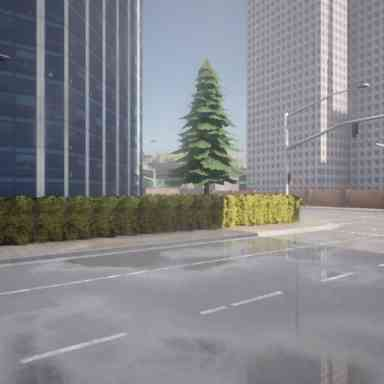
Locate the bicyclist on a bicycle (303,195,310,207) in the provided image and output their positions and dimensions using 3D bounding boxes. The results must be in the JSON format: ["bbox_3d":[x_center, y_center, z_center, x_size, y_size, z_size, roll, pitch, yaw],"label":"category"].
[{"bbox_3d":[16.302,1.301,47.409,1.656,1.620,0.582,0,0,-35],"label":"bicyclist on a bicycle"}]
